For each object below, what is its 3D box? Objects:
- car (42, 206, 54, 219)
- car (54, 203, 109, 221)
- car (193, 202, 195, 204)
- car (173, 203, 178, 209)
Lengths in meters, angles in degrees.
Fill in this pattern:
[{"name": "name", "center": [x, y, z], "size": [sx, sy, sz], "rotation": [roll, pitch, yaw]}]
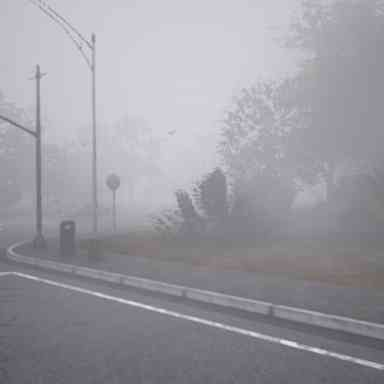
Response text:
[{"name": "car", "center": [-12.859, 1.868, 33.145], "size": [2.128, 1.511, 4.902], "rotation": [-1, 0, 32]}, {"name": "car", "center": [-9.965, 1.837, 31.172], "size": [1.837, 1.490, 4.892], "rotation": [-1, 0, 32]}, {"name": "car", "center": [1.548, 1.874, 49.344], "size": [1.812, 1.442, 4.674], "rotation": [-1, 0, 33]}, {"name": "car", "center": [-1.164, 1.957, 51.604], "size": [1.994, 1.385, 4.181], "rotation": [-1, 0, 33]}]
